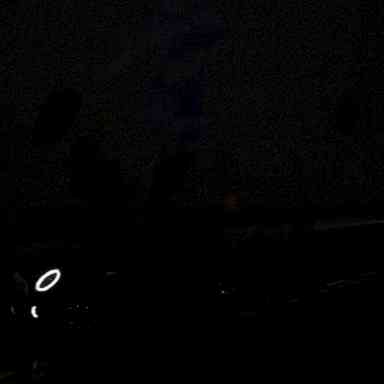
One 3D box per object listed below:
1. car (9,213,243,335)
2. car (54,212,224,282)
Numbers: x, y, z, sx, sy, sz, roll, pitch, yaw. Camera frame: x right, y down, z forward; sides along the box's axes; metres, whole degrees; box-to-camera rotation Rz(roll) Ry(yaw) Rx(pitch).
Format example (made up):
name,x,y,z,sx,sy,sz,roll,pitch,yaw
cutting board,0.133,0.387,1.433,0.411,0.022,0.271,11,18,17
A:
name,x,y,z,sx,sy,sz,roll,pitch,yaw
car,-1.151,1.359,6.847,4.553,1.767,2.097,0,0,-36
car,-1.536,1.503,10.568,4.902,1.511,2.128,0,0,-35
